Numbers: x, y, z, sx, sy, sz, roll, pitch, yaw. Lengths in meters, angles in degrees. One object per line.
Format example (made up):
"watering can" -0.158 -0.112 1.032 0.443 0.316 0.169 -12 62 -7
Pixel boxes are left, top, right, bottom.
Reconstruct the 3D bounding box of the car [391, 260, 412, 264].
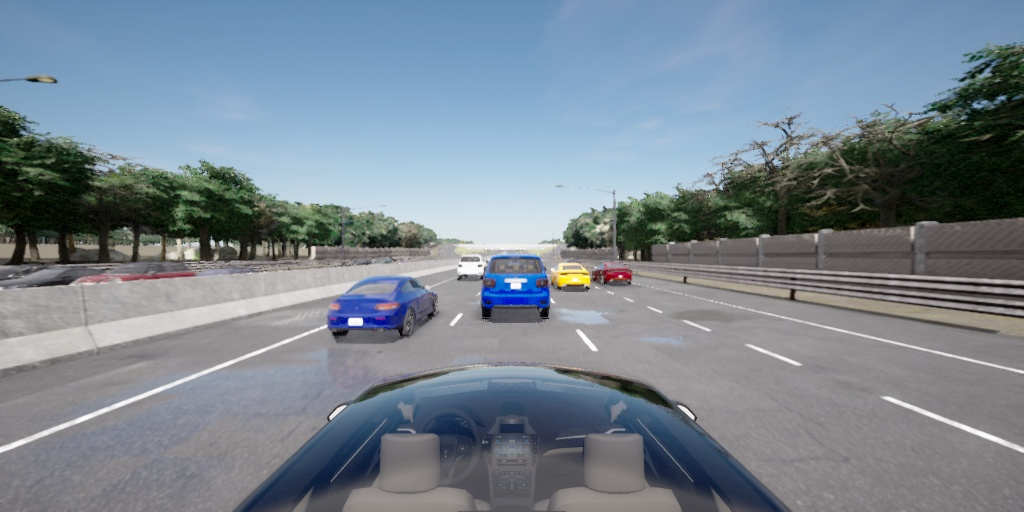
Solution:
"car" -17.218 1.250 57.404 1.895 1.301 4.718 0 0 1

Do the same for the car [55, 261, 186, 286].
"car" -17.568 1.075 16.975 2.097 1.767 4.553 0 0 0

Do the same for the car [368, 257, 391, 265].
"car" -20.716 1.000 57.529 2.097 1.767 4.553 0 0 1

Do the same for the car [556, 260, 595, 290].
"car" 3.549 1.197 22.475 1.882 1.535 5.008 0 0 0

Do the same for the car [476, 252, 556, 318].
"car" 0.116 0.952 13.007 2.150 2.045 5.566 0 0 0

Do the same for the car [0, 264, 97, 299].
"car" -24.565 1.226 17.982 1.837 1.490 4.892 0 0 0

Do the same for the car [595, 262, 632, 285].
"car" 7.168 1.191 26.100 1.882 1.535 5.008 0 0 0

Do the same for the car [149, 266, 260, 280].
"car" -14.069 1.270 17.677 2.033 1.411 5.357 0 0 0

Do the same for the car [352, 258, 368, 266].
"car" -24.194 1.151 58.275 1.837 1.490 4.892 0 0 1

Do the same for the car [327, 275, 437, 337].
"car" -3.389 1.260 10.084 1.812 1.442 4.674 0 0 0

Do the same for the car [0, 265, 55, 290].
"car" -21.070 1.249 16.796 1.812 1.442 4.674 0 0 0

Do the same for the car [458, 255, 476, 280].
"car" -3.305 0.926 30.933 2.150 2.045 5.566 0 0 0
